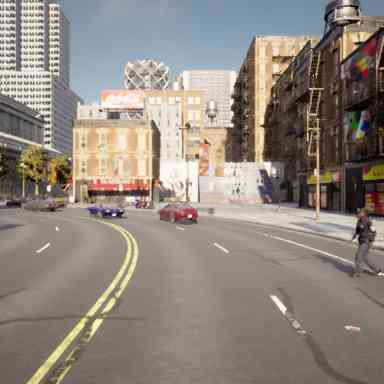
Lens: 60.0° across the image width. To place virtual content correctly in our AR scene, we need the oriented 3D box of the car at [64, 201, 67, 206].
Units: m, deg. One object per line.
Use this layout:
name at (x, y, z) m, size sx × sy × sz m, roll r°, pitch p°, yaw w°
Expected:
car at (-20.435, 1.595, 48.155) m, size 4.718 × 1.301 × 1.895 m, roll 0°, pitch 0°, yaw 30°

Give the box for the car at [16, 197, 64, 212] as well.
car at (-17.871, 1.547, 38.935) m, size 5.357 × 1.411 × 2.033 m, roll 0°, pitch 0°, yaw 34°

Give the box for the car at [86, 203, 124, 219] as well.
car at (-7.820, 1.601, 29.488) m, size 1.895 × 1.301 × 4.718 m, roll 0°, pitch 0°, yaw -37°

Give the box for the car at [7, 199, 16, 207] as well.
car at (-25.737, 1.520, 50.328) m, size 4.674 × 1.452 × 2.002 m, roll 0°, pitch 0°, yaw 20°

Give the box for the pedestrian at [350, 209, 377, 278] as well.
pedestrian at (4.466, 1.294, 8.690) m, size 0.375 × 1.860 × 0.375 m, roll 0°, pitch 0°, yaw -3°

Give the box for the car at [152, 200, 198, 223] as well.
car at (-1.165, 1.525, 25.275) m, size 1.812 × 1.442 × 4.674 m, roll 0°, pitch 0°, yaw -26°
